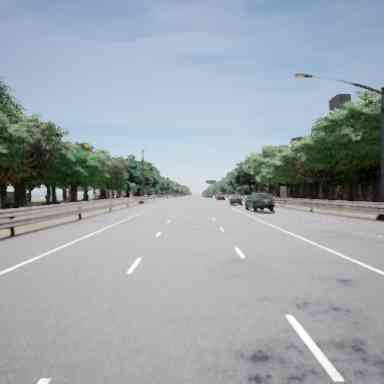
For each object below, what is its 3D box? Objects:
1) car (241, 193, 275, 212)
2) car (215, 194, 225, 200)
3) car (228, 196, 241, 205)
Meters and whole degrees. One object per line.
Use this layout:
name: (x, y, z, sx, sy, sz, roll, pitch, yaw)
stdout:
car: (7.474, 1.133, 37.100, 2.150, 2.045, 5.566, 0, 0, -5)
car: (7.075, 1.224, 84.500, 2.097, 1.767, 4.553, 0, 0, 0)
car: (6.999, 1.368, 54.162, 1.837, 1.490, 4.892, 0, 0, 0)
